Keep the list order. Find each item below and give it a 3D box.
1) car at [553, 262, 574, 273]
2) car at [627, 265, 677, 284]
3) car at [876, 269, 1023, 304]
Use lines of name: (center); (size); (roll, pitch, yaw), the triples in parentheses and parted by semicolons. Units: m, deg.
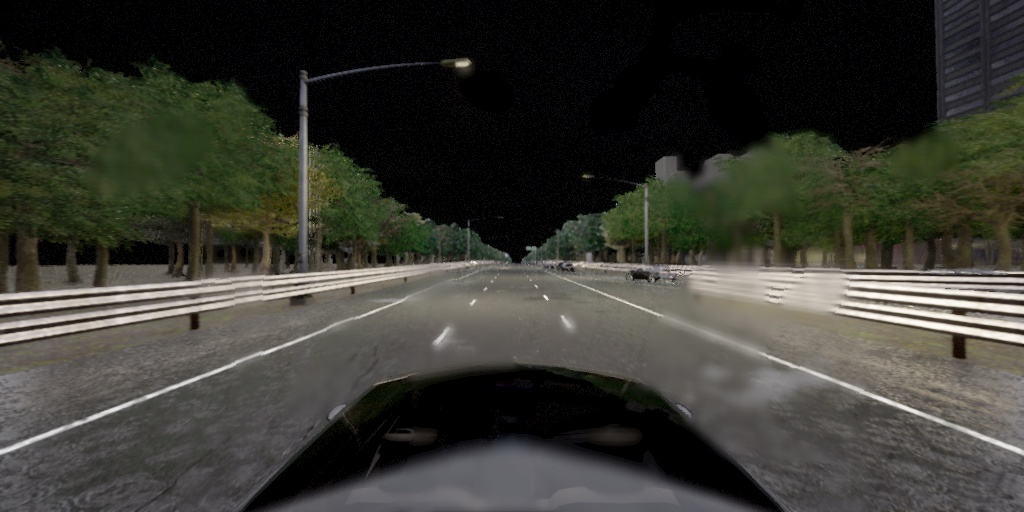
car: (7.413, 1.570, 50.282); (1.837, 1.490, 4.892); (-1, 0, -4)
car: (11.461, 1.475, 29.762); (2.128, 1.511, 4.902); (0, 0, -15)
car: (17.404, 1.267, 14.503); (2.128, 1.511, 4.902); (0, -2, -24)
